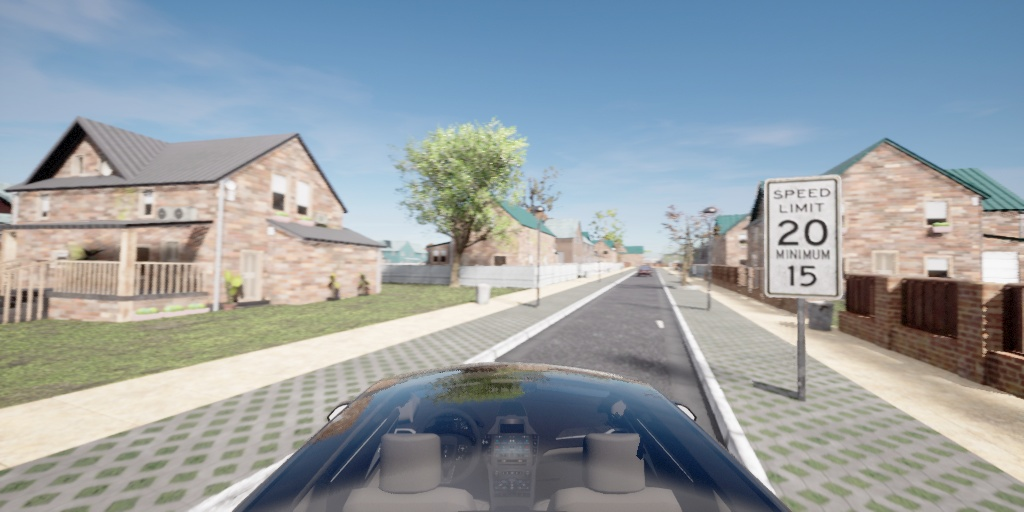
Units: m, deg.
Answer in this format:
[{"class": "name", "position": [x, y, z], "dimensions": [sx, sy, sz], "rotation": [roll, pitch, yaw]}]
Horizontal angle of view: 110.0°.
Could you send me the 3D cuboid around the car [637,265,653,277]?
[{"class": "car", "position": [17.841, 2.054, 48.193], "dimensions": [2.033, 1.411, 5.357], "rotation": [0, -1, 22]}]
